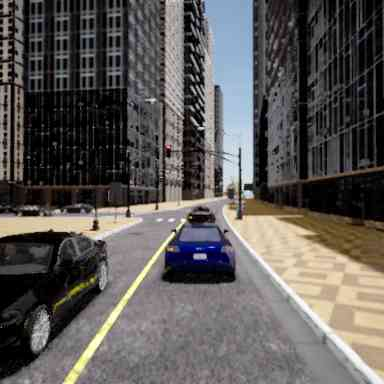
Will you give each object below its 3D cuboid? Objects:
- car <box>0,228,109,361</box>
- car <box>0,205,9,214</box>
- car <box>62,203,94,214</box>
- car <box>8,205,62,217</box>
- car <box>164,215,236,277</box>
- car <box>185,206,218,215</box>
[{"bbox_3d":[-3.020,1.530,6.298,1.882,1.535,5.008,0,0,1],"label":"car"},{"bbox_3d":[-26.355,2.425,46.515,4.313,1.339,1.947,-1,0,12],"label":"car"},{"bbox_3d":[-15.332,2.200,44.273,4.403,1.369,2.008,-1,0,12],"label":"car"},{"bbox_3d":[-17.003,2.094,36.062,4.403,1.369,2.008,-1,0,12],"label":"car"},{"bbox_3d":[0.257,1.654,10.607,1.994,1.385,4.181,0,0,1],"label":"car"},{"bbox_3d":[0.625,1.681,21.602,1.837,1.490,4.892,0,-1,3],"label":"car"}]
